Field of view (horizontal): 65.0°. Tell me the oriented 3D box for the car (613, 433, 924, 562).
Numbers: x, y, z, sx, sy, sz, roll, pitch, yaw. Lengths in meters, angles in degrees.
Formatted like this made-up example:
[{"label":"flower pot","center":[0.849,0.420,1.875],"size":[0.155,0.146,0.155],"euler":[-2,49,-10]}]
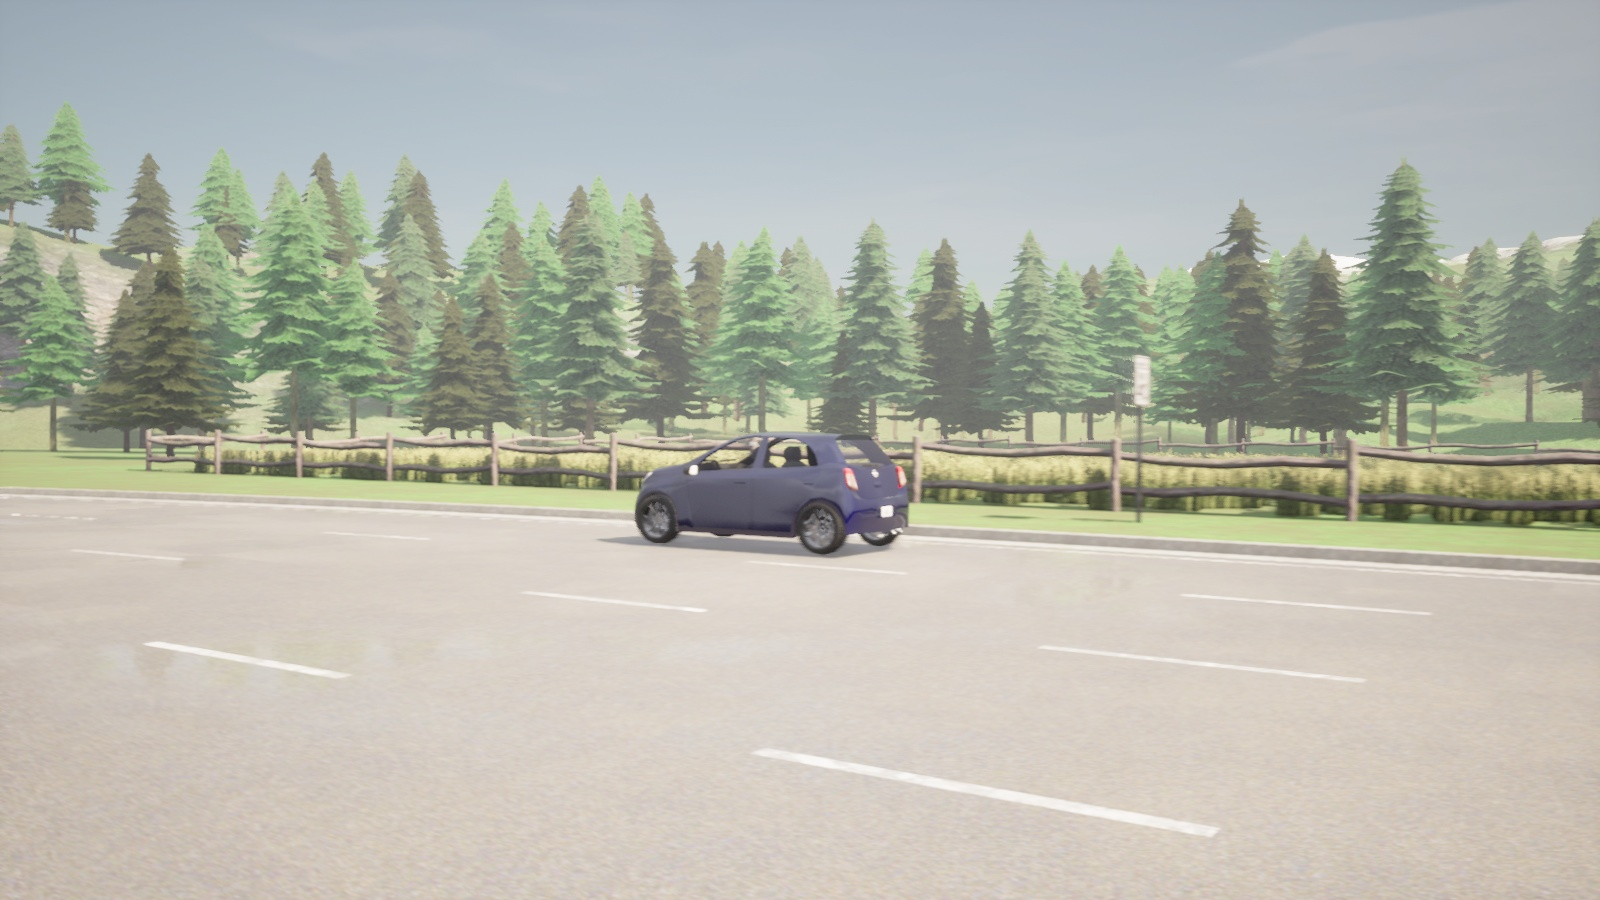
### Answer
[{"label":"car","center":[-0.434,0.545,16.423],"size":[3.633,1.501,1.845],"euler":[0,1,32]}]
